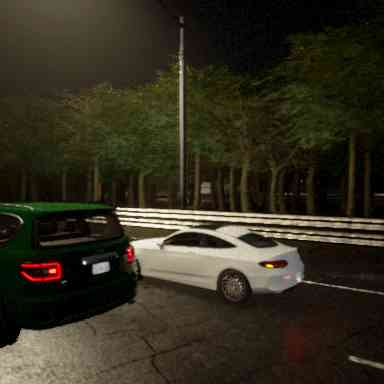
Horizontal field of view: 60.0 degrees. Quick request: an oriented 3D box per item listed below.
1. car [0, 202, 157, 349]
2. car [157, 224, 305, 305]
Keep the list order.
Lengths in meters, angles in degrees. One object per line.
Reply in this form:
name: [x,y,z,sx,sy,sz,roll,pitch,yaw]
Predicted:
car: [-3.544,1.205,6.417,5.566,2.045,2.150,0,0,35]
car: [0.269,1.512,8.025,4.674,1.442,1.812,0,0,35]
